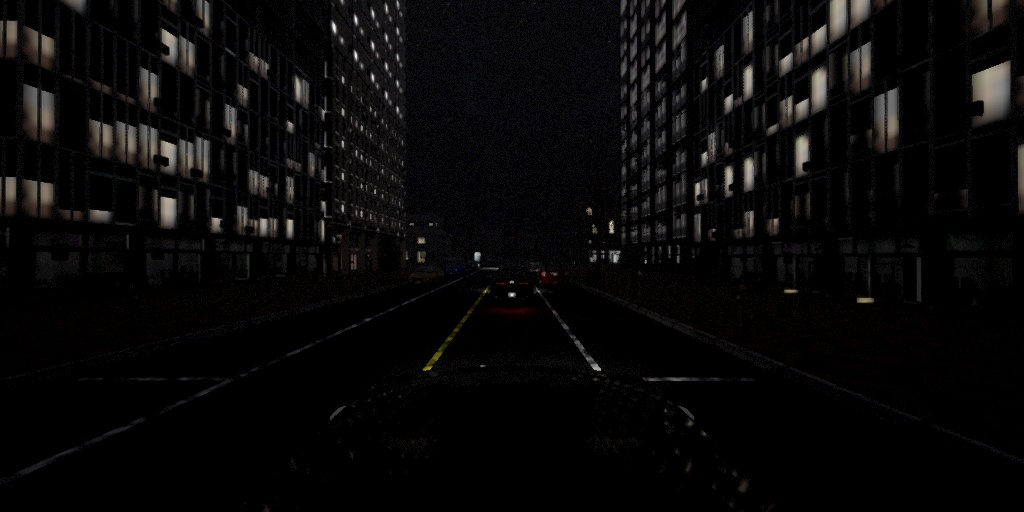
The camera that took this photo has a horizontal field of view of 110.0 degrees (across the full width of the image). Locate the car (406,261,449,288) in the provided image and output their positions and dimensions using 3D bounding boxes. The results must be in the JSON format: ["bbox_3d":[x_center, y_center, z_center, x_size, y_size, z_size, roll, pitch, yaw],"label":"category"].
[{"bbox_3d":[-5.690,1.274,24.083,1.751,1.417,4.829,0,0,0],"label":"car"}]

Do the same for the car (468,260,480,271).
[{"bbox_3d":[-5.690,1.186,47.022,1.967,1.591,4.097,0,0,0],"label":"car"}]

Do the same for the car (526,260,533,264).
[{"bbox_3d":[2.691,1.297,41.313,2.007,1.370,4.403,0,0,0],"label":"car"}]

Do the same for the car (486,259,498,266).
[{"bbox_3d":[-3.000,1.347,62.501,2.033,1.411,5.357,0,0,0],"label":"car"}]

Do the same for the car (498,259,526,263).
[{"bbox_3d":[0.000,1.234,31.500,1.882,1.535,5.008,0,0,0],"label":"car"}]

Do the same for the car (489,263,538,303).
[{"bbox_3d":[0.000,1.266,16.500,1.837,1.490,4.892,0,0,0],"label":"car"}]

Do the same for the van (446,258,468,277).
[{"bbox_3d":[-5.690,1.088,35.638,1.690,1.789,3.998,0,0,0],"label":"van"}]

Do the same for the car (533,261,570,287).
[{"bbox_3d":[2.691,1.189,24.238,1.967,1.591,4.097,0,0,0],"label":"car"}]
